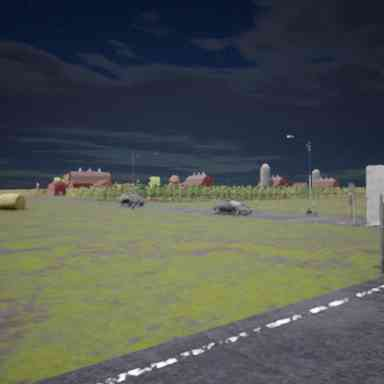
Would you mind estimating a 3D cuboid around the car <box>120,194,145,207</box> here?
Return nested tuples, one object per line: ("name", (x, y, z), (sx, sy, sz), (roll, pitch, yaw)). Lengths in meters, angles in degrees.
("car", (-9.623, 1.314, 53.116), (2.150, 2.045, 5.566), (-1, 0, -35))

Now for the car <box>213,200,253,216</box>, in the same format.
("car", (4.078, 1.578, 33.895), (1.812, 1.442, 4.674), (-1, 0, -36))
